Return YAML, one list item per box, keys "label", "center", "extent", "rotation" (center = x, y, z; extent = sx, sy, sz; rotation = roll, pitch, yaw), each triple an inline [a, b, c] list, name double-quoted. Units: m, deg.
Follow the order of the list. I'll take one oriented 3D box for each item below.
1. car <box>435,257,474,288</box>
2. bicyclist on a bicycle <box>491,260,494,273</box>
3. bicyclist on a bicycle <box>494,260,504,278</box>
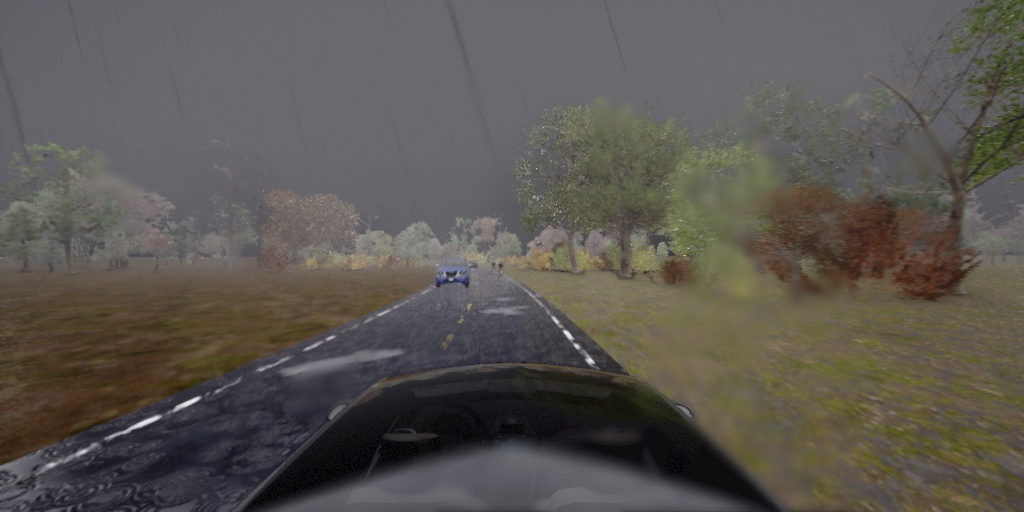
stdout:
- label: "car"
  center: [-4.052, 1.111, 25.354]
  extent: [2.150, 2.045, 5.566]
  rotation: [0, 0, -5]
- label: "bicyclist on a bicycle"
  center: [-2.329, 1.334, 44.900]
  extent: [0.659, 1.776, 1.843]
  rotation: [-1, 0, -9]
- label: "bicyclist on a bicycle"
  center: [-1.133, 1.287, 35.908]
  extent: [0.659, 1.776, 1.843]
  rotation: [-1, 0, -7]
